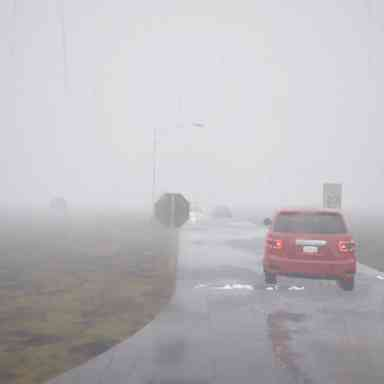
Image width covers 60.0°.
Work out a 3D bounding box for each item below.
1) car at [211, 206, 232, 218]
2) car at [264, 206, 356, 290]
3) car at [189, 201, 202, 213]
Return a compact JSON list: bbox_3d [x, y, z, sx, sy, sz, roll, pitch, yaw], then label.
[{"bbox_3d":[3.364,2.254,38.335,1.994,1.385,4.181,1,-1,-2],"label":"car"},{"bbox_3d":[3.400,1.447,10.158,2.150,2.045,5.566,0,-1,15],"label":"car"},{"bbox_3d":[0.313,2.133,48.633,2.097,1.767,4.553,1,-1,-2],"label":"car"}]
